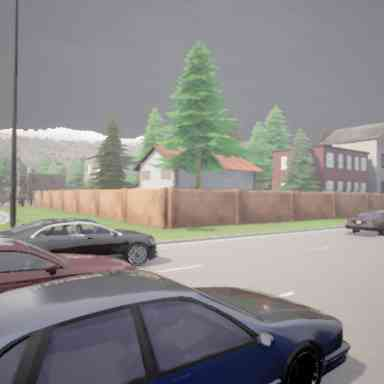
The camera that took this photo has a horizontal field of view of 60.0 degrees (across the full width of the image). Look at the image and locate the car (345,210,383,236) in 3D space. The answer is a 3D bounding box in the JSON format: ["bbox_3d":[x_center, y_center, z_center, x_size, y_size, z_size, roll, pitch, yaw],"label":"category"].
[{"bbox_3d":[11.677,1.837,20.666,5.357,1.411,2.033,1,-1,-35],"label":"car"}]

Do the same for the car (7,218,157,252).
[{"bbox_3d":[-3.362,1.532,9.945,4.902,1.511,2.128,1,-1,-35],"label":"car"}]

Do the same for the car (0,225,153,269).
[{"bbox_3d":[-3.232,1.534,5.740,4.674,1.442,1.812,1,0,-35],"label":"car"}]

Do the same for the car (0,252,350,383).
[{"bbox_3d":[-0.683,1.564,3.257,5.357,1.411,2.033,1,-1,-35],"label":"car"}]
